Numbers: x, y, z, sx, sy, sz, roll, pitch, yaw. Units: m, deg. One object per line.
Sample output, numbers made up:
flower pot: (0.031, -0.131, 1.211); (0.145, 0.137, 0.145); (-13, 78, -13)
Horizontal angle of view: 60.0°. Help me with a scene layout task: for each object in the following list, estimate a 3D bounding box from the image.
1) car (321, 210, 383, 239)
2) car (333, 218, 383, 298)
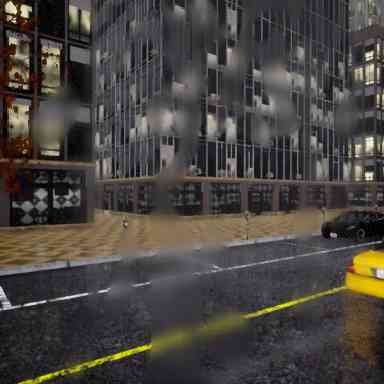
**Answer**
car: (8.140, 1.563, 16.226); (4.313, 1.339, 1.947); (0, 0, -36)
car: (5.545, 1.455, 7.386); (5.366, 1.575, 1.801); (0, 0, -35)
